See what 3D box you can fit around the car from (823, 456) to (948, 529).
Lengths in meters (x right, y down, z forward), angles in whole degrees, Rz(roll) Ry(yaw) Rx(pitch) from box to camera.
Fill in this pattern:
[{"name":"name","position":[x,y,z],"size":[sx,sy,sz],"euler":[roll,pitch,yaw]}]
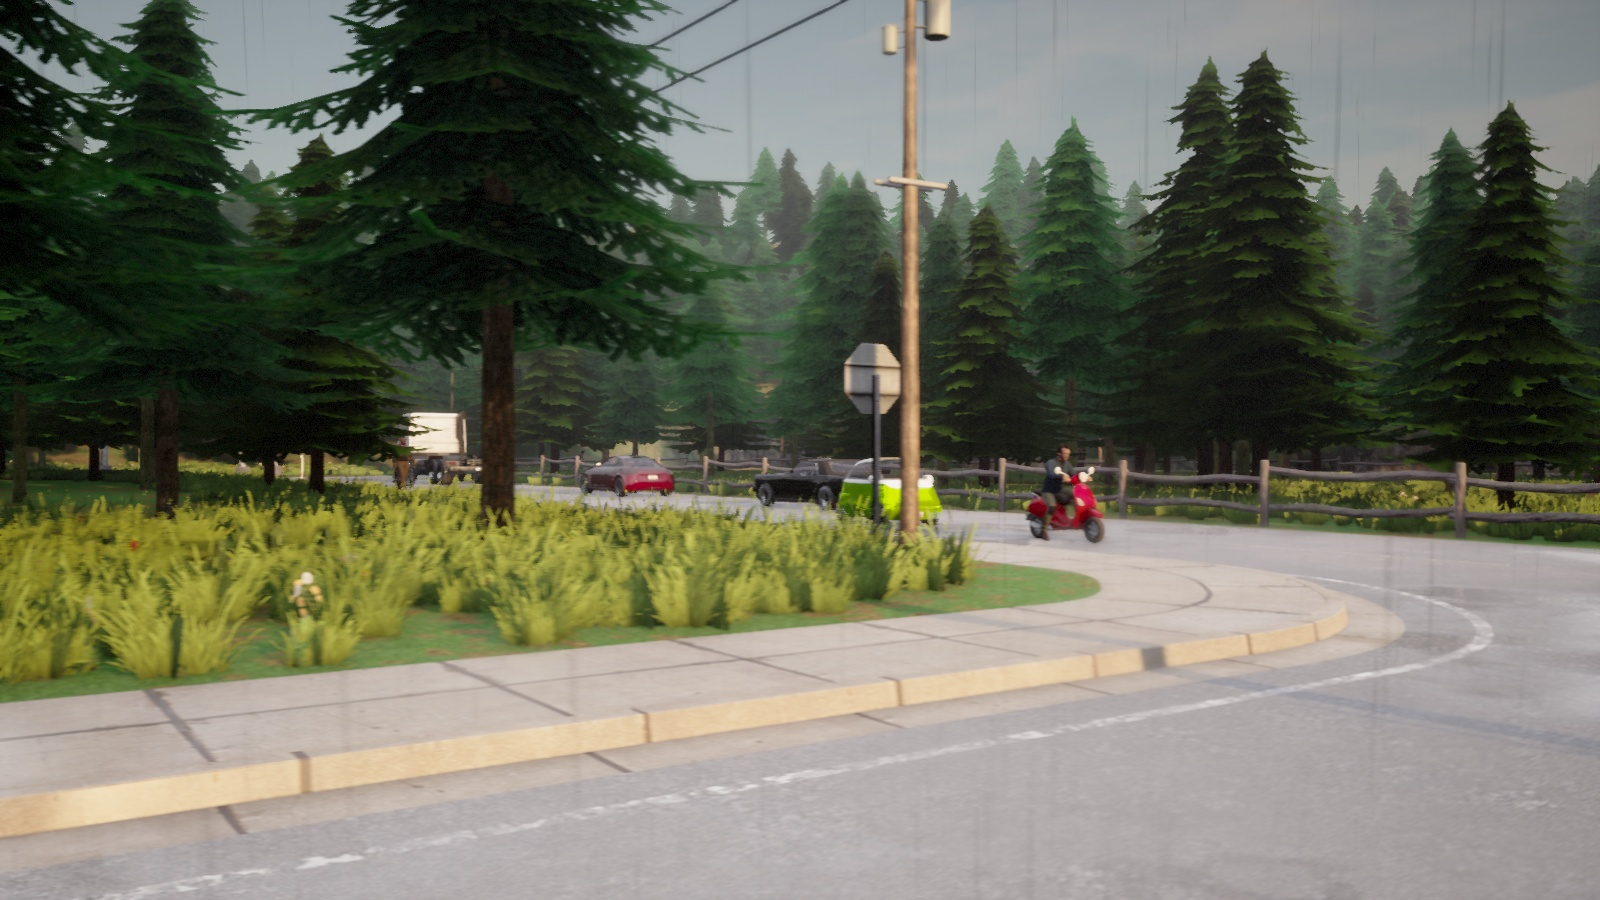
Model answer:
[{"name":"car","position":[1.687,0.818,25.139],"size":[1.481,1.376,2.207],"euler":[0,-1,-32]}]

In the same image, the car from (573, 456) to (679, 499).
[{"name":"car","position":[-6.019,0.894,43.170],"size":[1.994,1.385,4.181],"euler":[0,0,-34]}]

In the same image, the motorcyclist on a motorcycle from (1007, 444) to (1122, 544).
[{"name":"motorcyclist on a motorcycle","position":[4.377,0.701,20.905],"size":[0.866,1.590,1.817],"euler":[0,0,-31]}]

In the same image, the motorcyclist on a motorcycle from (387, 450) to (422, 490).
[{"name":"motorcyclist on a motorcycle","position":[-16.637,0.828,52.811],"size":[0.766,1.649,2.350],"euler":[0,0,-34]}]

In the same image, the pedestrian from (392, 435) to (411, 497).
[{"name":"pedestrian","position":[-12.471,0.499,39.306],"size":[0.395,1.930,0.692],"euler":[0,0,-32]}]

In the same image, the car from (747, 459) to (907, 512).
[{"name":"car","position":[0.614,0.887,33.260],"size":[1.895,1.301,4.718],"euler":[0,0,-33]}]

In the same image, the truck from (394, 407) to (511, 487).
[{"name":"truck","position":[-16.376,-0.094,58.715],"size":[2.891,3.462,7.936],"euler":[0,0,-34]}]
